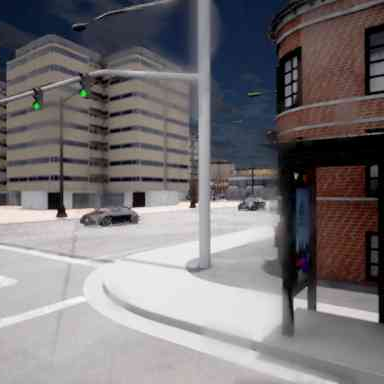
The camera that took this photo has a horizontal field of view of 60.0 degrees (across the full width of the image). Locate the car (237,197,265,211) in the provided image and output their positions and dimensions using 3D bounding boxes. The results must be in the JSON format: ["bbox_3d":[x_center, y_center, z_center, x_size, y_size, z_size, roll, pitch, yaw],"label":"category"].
[{"bbox_3d":[7.499,1.431,41.698,2.097,1.767,4.553,0,0,36],"label":"car"}]

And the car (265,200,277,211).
[{"bbox_3d":[10.976,1.610,40.412,1.812,1.442,4.674,0,0,35],"label":"car"}]

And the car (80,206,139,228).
[{"bbox_3d":[-5.671,1.642,23.237,1.994,1.385,4.181,0,0,35],"label":"car"}]
